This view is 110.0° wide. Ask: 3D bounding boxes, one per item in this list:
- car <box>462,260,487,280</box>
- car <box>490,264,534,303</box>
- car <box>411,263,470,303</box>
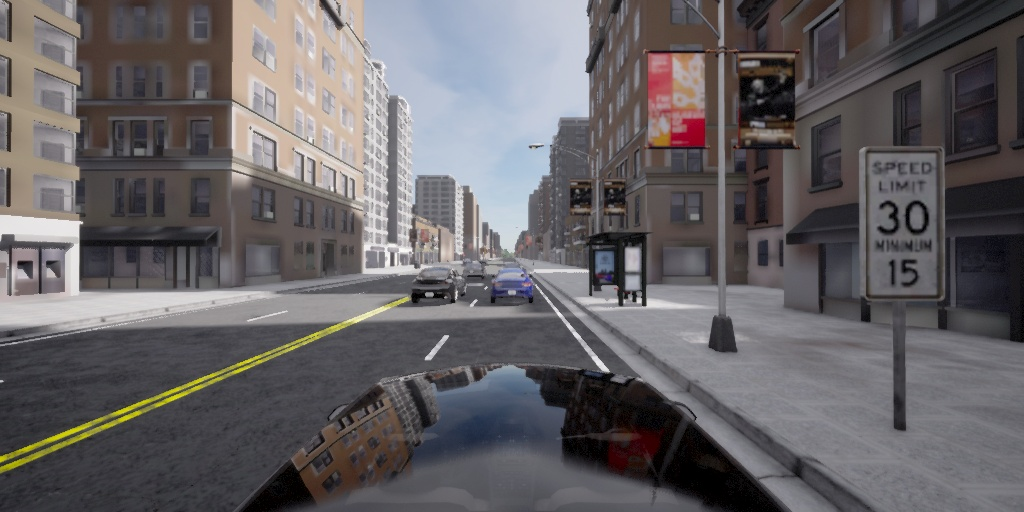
[{"bbox_3d":[-3.250,1.321,31.500,2.033,1.411,5.357,0,0,0],"label":"car"},{"bbox_3d":[0.001,1.285,16.500,1.812,1.442,4.674,0,0,0],"label":"car"},{"bbox_3d":[-3.249,1.269,16.500,1.837,1.490,4.892,0,0,0],"label":"car"}]
